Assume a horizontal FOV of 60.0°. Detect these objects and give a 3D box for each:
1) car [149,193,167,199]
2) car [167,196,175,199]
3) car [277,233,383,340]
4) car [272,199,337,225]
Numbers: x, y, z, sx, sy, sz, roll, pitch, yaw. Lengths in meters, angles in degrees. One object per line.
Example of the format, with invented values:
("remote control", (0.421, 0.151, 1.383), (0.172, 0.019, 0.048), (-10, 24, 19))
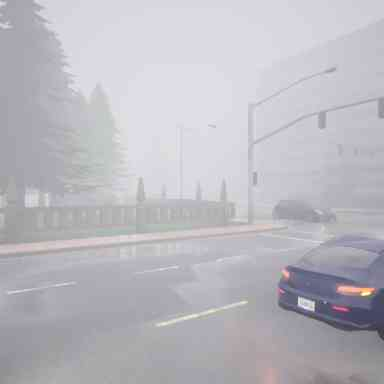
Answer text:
("car", (-5.576, 1.168, 53.346), (2.150, 2.045, 5.566), (0, 0, -6))
("car", (-4.867, 1.472, 69.400), (1.812, 1.442, 4.674), (0, 0, 14))
("car", (3.609, 1.526, 6.341), (4.674, 1.442, 1.812), (0, 0, -35))
("car", (8.135, 1.312, 24.283), (2.097, 1.767, 4.553), (0, 1, -34))
